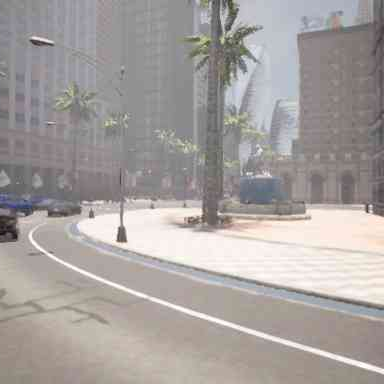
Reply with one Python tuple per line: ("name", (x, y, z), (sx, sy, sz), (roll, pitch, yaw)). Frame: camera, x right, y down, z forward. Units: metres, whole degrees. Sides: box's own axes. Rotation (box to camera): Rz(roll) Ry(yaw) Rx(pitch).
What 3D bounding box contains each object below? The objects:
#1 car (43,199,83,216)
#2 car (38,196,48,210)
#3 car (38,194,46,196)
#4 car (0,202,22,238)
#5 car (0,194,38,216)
("car", (-12.428, 1.626, 32.828), (1.994, 1.385, 4.181), (0, 0, 5))
("car", (-17.807, 1.615, 41.884), (2.033, 1.411, 5.357), (0, 0, 20))
("car", (-21.130, 1.259, 42.968), (2.150, 2.045, 5.566), (0, 0, 20))
("car", (-9.985, 1.491, 17.163), (1.882, 1.535, 5.008), (0, 0, -26))
("car", (-16.200, 1.247, 29.435), (2.150, 2.045, 5.566), (0, 0, -1))
